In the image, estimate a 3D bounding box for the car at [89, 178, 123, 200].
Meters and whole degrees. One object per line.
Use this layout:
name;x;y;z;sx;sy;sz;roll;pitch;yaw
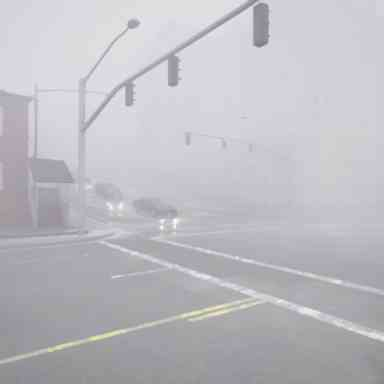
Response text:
car;-9.248;-0.187;36.753;2.128;1.511;4.902;1;9;-35

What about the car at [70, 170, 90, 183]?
car;-15.234;-2.221;45.133;2.033;1.411;5.357;1;12;-35

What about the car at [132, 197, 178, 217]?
car;-3.284;1.183;28.418;2.033;1.411;5.357;0;5;-36
